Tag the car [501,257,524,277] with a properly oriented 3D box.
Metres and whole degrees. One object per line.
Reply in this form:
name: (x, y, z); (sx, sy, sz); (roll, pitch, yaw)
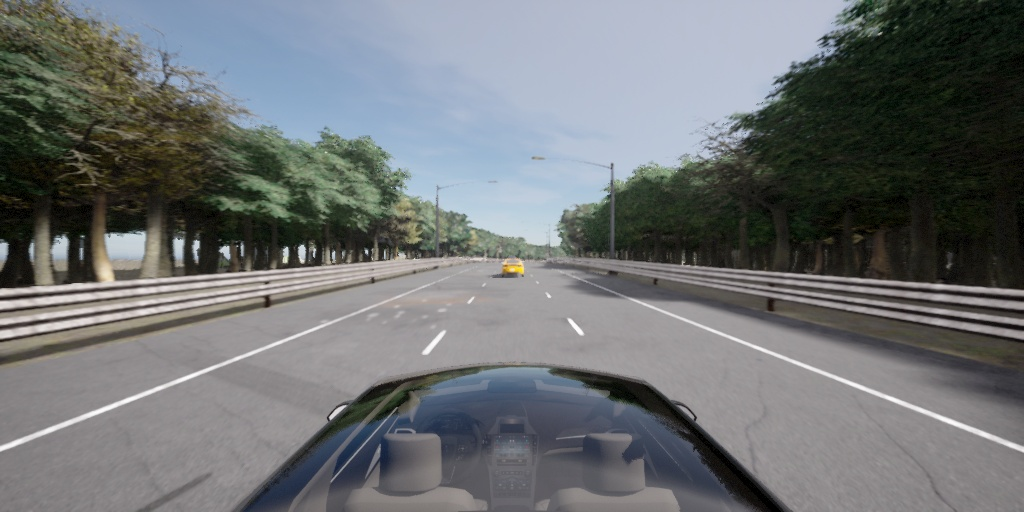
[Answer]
car: (0.066, 0.967, 31.915); (1.882, 1.535, 5.008); (0, 1, 0)
